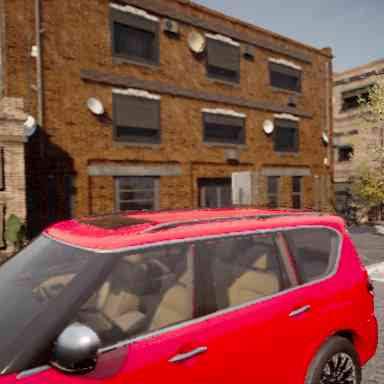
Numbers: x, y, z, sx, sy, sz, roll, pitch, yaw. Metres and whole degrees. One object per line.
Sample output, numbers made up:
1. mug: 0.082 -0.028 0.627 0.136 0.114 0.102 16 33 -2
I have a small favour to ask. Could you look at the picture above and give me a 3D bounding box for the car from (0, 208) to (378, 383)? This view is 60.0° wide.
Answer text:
1. car: -0.535 1.221 2.997 5.566 2.045 2.150 0 0 -35
